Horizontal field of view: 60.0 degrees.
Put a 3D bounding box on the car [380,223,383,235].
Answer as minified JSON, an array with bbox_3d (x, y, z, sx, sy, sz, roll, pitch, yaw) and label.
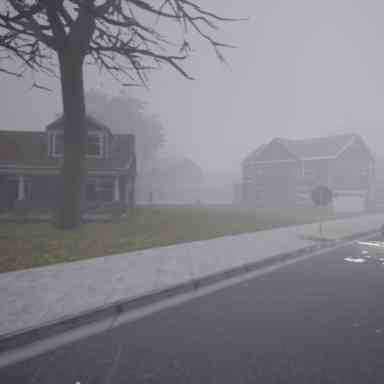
[{"bbox_3d":[10.745,1.458,15.917,2.033,1.411,5.357,2,1,45],"label":"car"}]
